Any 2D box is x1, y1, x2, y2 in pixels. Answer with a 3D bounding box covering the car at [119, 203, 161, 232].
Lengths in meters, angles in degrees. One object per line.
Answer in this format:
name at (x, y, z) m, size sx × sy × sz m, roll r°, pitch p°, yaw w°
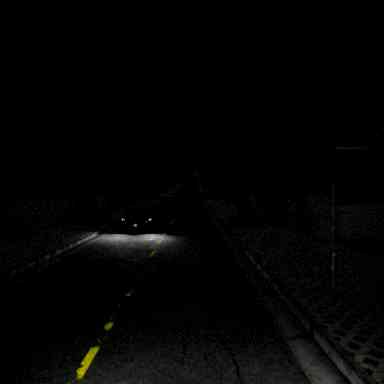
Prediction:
car at (-2.840, 1.378, 18.995) m, size 1.812 × 1.442 × 4.674 m, roll 0°, pitch 1°, yaw 0°
